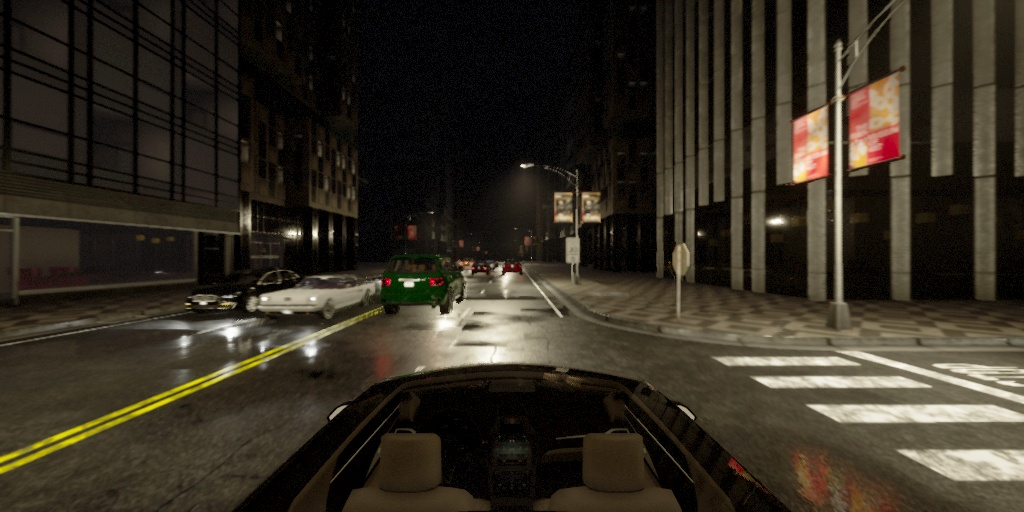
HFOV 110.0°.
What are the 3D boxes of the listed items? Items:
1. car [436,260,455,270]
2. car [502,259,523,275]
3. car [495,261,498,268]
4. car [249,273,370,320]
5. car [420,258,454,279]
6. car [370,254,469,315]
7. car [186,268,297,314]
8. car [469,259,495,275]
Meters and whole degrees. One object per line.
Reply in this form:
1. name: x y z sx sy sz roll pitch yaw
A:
1. car: -9.751 1.286 52.742 1.895 1.301 4.718 0 0 0
2. car: 0.043 1.058 37.584 2.097 1.767 4.553 0 0 1
3. car: -3.251 1.288 48.206 1.895 1.301 4.718 0 0 0
4. car: -6.600 1.343 12.741 1.895 1.301 4.718 0 0 0
5. car: -6.590 1.066 32.204 2.097 1.767 4.553 0 0 0
6. car: -3.150 0.964 13.658 2.150 2.045 5.566 0 0 0
7. car: -9.850 1.246 13.863 1.837 1.490 4.892 0 0 0
8. car: -3.214 1.252 37.824 2.033 1.411 5.357 0 0 1
